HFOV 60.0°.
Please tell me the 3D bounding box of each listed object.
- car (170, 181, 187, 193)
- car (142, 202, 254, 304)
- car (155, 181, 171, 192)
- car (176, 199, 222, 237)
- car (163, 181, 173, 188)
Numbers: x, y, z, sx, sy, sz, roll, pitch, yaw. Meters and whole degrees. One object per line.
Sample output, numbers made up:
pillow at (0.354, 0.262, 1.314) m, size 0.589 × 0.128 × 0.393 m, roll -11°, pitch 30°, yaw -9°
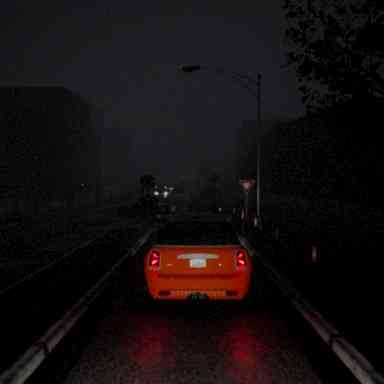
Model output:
car at (-2.173, -0.581, 54.818) m, size 1.837 × 1.490 × 4.892 m, roll 0°, pitch 3°, yaw 0°
car at (0.112, 1.266, 8.091) m, size 2.097 × 1.767 × 4.553 m, roll 0°, pitch 1°, yaw 0°
car at (-5.346, -0.950, 58.289) m, size 2.097 × 1.767 × 4.553 m, roll 0°, pitch 4°, yaw 0°
car at (0.550, 1.226, 17.742) m, size 2.033 × 1.411 × 5.357 m, roll 0°, pitch 2°, yaw 5°
car at (-5.320, -1.715, 73.797) m, size 1.812 × 1.442 × 4.674 m, roll 0°, pitch 3°, yaw 0°
